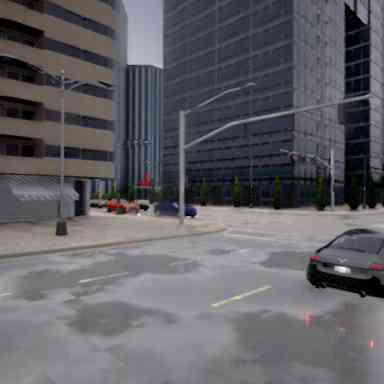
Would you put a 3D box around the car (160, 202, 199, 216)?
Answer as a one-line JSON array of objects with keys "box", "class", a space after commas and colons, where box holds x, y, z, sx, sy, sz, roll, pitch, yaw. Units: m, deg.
[{"box": [-1.418, 1.811, 36.974, 1.994, 1.385, 4.181, 1, 0, -45], "class": "car"}]

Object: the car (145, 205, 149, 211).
[{"box": [-7.582, 1.845, 43.199, 1.895, 1.301, 4.718, 1, 0, -45], "class": "car"}]

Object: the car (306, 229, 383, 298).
[{"box": [4.661, 1.636, 8.423, 4.181, 1.385, 1.994, 1, 0, -43], "class": "car"}]

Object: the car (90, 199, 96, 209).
[{"box": [-16.311, 1.432, 47.055, 2.150, 2.045, 5.566, 1, 0, -44], "class": "car"}]

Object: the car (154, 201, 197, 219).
[{"box": [-1.653, 1.697, 32.239, 1.882, 1.535, 5.008, 1, 0, -45], "class": "car"}]

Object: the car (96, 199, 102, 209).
[{"box": [-13.735, 1.789, 49.420, 2.033, 1.411, 5.357, 1, 0, -45], "class": "car"}]

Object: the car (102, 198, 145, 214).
[{"box": [-8.027, 1.569, 38.684, 2.097, 1.767, 4.553, 1, 0, -45], "class": "car"}]
